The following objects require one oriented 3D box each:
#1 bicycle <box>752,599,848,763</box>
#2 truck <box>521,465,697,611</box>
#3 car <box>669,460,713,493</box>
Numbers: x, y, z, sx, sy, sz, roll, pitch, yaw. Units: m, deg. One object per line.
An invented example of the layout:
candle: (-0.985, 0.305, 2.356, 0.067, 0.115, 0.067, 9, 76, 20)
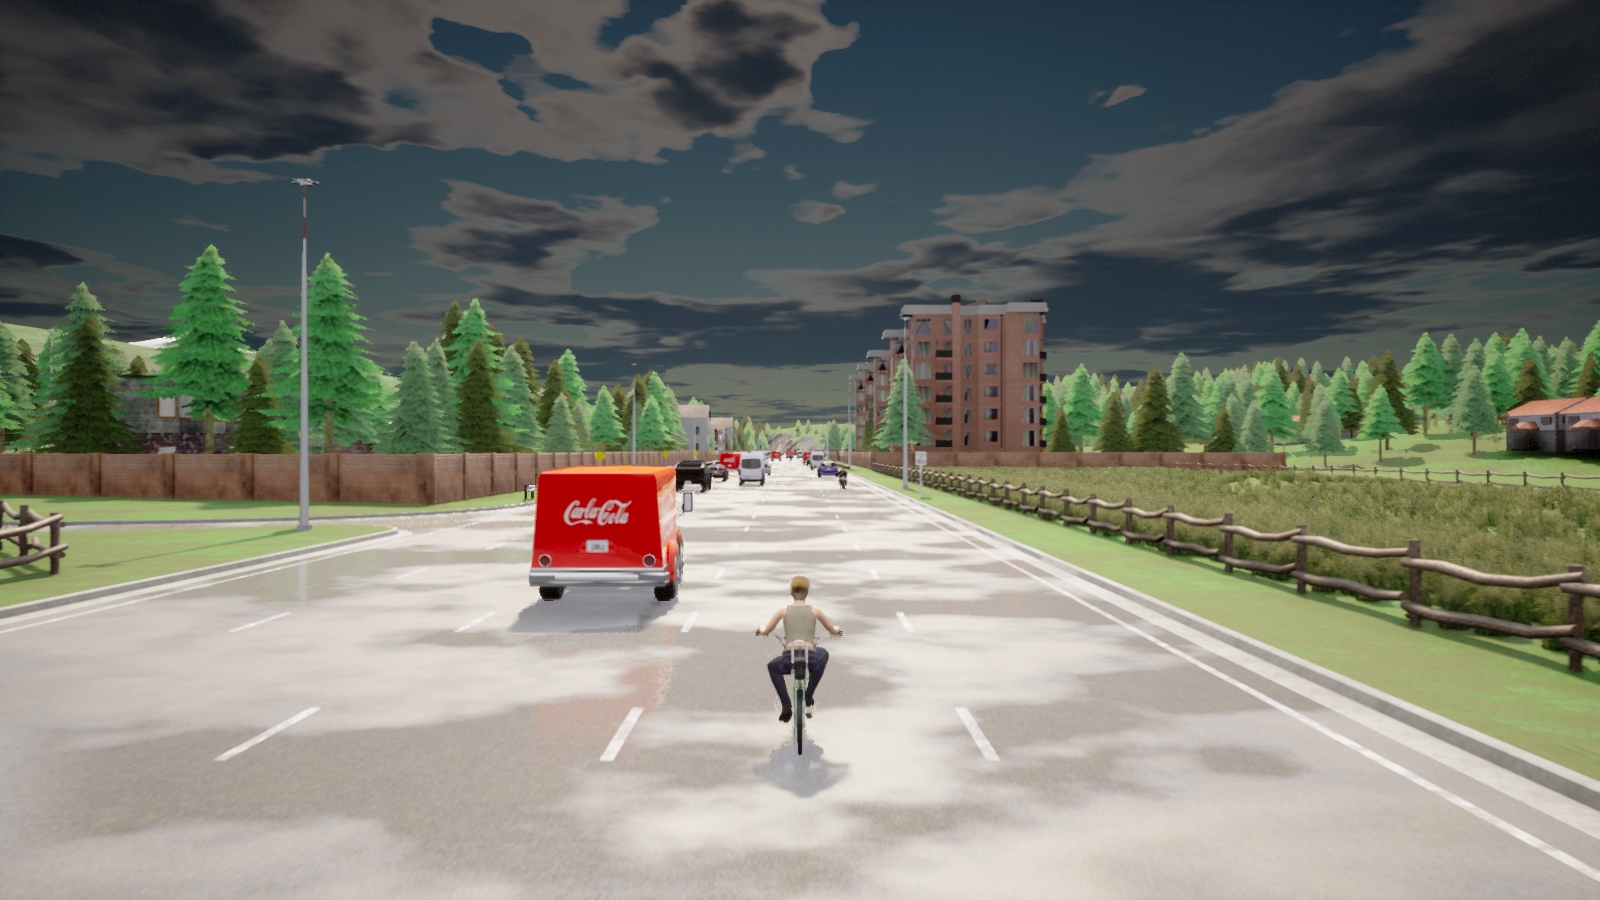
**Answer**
bicycle: (-0.004, 2.158, 10.942, 0.859, 1.276, 1.487, 0, 0, 0)
truck: (-3.560, 1.570, 22.546, 2.627, 2.467, 5.204, 0, 0, 0)
car: (-7.337, 1.753, 77.637, 2.390, 2.098, 6.274, 0, 0, 0)
